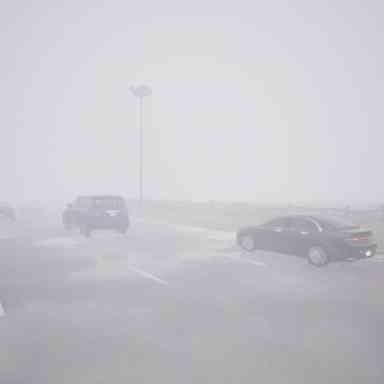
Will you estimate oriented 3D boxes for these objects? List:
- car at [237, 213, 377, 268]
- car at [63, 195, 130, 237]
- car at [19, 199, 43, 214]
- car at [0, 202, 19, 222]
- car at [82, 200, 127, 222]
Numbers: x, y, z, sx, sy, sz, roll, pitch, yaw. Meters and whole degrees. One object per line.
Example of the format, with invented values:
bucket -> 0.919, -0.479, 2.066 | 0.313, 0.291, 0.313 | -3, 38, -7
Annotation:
car -> 3.600, 1.475, 11.386 | 1.837, 1.490, 4.892 | 0, 0, -35
car -> -5.283, 1.174, 17.966 | 2.150, 2.045, 5.566 | 0, 0, -35
car -> -16.572, 1.436, 34.074 | 1.812, 1.442, 4.674 | 0, 0, -35
car -> -14.560, 1.459, 25.099 | 1.812, 1.442, 4.674 | 0, 0, -35
car -> -7.120, 1.434, 26.693 | 1.837, 1.490, 4.892 | 0, 0, -35
